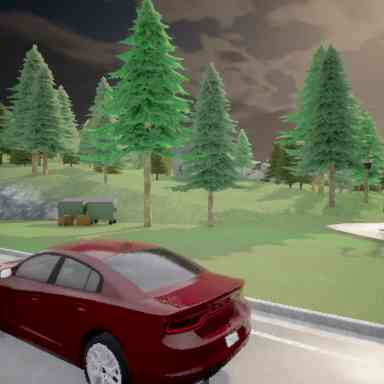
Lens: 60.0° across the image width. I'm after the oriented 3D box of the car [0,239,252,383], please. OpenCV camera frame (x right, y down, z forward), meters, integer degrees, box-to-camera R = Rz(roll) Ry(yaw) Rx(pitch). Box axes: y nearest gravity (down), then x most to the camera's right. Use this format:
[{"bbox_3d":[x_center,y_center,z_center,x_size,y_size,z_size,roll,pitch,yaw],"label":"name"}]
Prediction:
[{"bbox_3d":[-1.567,1.478,5.111,5.008,1.535,1.882,0,0,36],"label":"car"}]
